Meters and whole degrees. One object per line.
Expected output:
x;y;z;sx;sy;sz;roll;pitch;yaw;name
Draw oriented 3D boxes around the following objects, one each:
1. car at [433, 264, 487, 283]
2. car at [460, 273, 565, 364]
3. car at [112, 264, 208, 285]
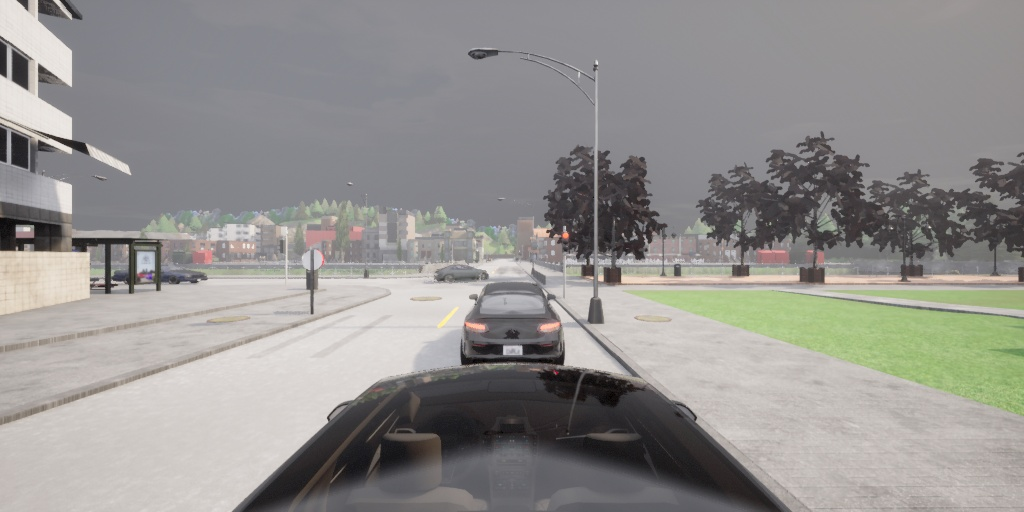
-3.922;1.314;27.624;4.181;1.385;1.994;0;0;-32;car
0.009;1.276;7.781;1.812;1.442;4.674;0;0;0;car
-24.739;1.297;25.277;5.357;1.411;2.033;0;0;-1;car
